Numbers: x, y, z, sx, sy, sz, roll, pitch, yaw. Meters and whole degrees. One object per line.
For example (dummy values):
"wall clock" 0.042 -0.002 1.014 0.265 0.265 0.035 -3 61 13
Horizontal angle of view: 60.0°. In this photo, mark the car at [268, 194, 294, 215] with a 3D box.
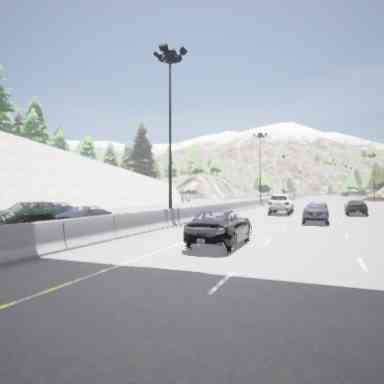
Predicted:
"car" 9.270 1.262 34.416 2.150 2.045 5.566 0 0 22

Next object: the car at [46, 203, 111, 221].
"car" -7.112 1.603 22.059 1.994 1.385 4.181 0 0 22

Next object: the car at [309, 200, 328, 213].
"car" 14.691 1.643 38.643 1.895 1.301 4.718 0 0 21

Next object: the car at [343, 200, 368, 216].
"car" 16.226 1.537 32.995 1.837 1.490 4.892 0 0 22

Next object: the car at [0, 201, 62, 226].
"car" -10.922 1.394 21.938 2.097 1.767 4.553 0 0 22

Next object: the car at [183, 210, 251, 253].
"car" 1.211 1.511 14.004 2.128 1.511 4.902 0 0 22

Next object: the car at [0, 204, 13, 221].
"car" -16.810 1.654 26.092 1.895 1.301 4.718 0 0 22

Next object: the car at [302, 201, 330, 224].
"car" 9.294 1.575 24.957 2.033 1.411 5.357 0 0 22

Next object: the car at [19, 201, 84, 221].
"car" -11.977 1.600 28.802 2.033 1.411 5.357 0 0 22
